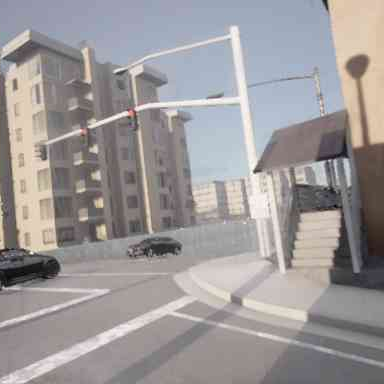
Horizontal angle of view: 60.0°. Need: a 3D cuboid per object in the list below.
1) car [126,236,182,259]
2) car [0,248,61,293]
[{"bbox_3d":[-2.705,4.007,24.365,1.837,1.490,4.892,-10,-12,34],"label":"car"},{"bbox_3d":[-6.568,2.681,11.646,1.994,1.385,4.181,-9,-5,12],"label":"car"}]
